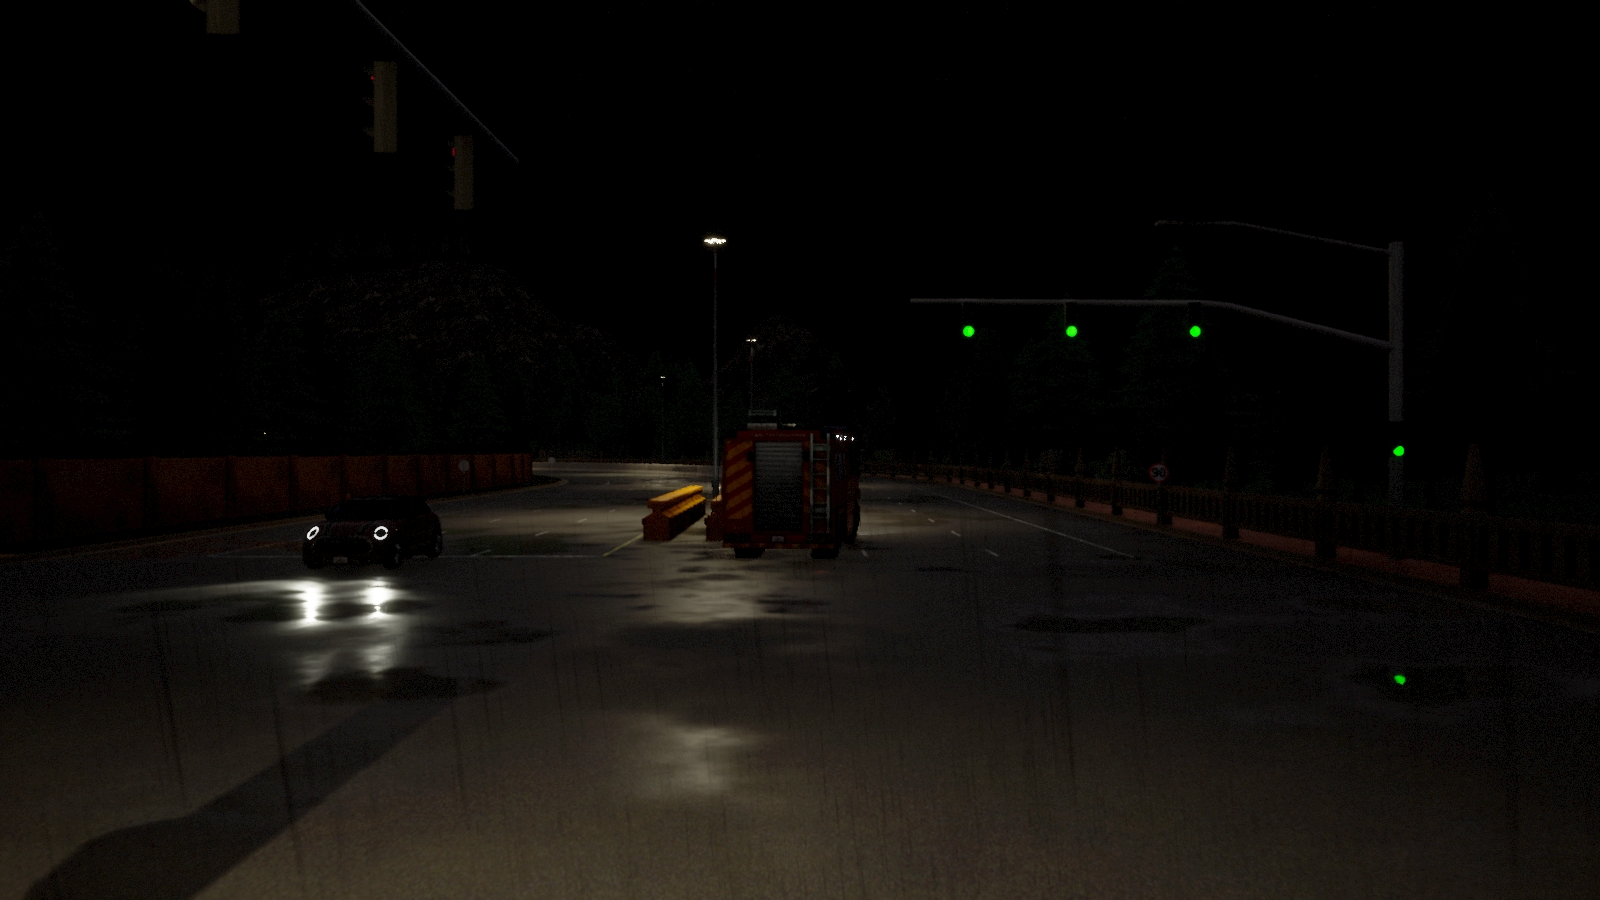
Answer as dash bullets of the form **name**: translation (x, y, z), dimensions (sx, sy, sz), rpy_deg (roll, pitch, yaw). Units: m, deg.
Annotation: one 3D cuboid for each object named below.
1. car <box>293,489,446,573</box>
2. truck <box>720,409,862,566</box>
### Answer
- **car**: translation (-10.510, 1.926, 28.303), dimensions (2.097, 1.767, 4.553), rpy_deg (0, 0, 0)
- **truck**: translation (0.003, 0.914, 32.302), dimensions (2.891, 3.827, 8.468), rpy_deg (0, 0, 7)
